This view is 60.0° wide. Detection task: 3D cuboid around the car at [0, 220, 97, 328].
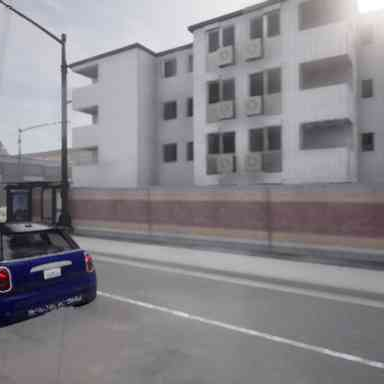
[{"bbox_3d":[-4.066,1.389,6.778,4.553,1.767,2.097,-1,0,35],"label":"car"}]
